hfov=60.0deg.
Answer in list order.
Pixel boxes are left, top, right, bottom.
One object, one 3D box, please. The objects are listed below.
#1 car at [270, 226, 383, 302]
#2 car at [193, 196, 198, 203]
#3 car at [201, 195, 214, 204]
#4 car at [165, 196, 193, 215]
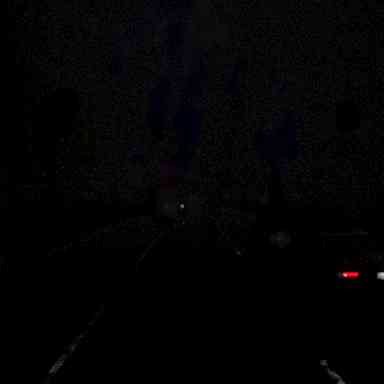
[{"bbox_3d":[3.497,1.577,8.555,2.033,1.411,5.357,0,0,0],"label":"car"},{"bbox_3d":[-0.025,1.756,80.464,1.882,1.535,5.008,0,0,0],"label":"car"},{"bbox_3d":[3.480,1.725,67.650,2.128,1.511,4.902,0,0,0],"label":"car"},{"bbox_3d":[-1.529,1.474,35.597,2.097,1.767,4.553,0,0,7],"label":"car"}]
